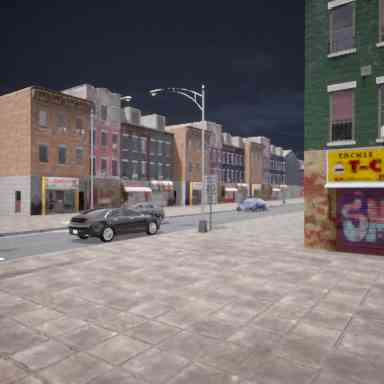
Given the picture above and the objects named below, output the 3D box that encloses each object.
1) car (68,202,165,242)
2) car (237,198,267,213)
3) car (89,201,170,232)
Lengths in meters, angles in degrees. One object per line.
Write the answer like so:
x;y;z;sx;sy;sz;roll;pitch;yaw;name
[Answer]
-3.580;1.443;16.193;1.837;1.490;4.892;0;0;36;car
6.407;1.342;34.998;1.812;1.442;4.674;0;1;35;car
-3.738;1.398;20.864;2.128;1.511;4.902;0;1;35;car
